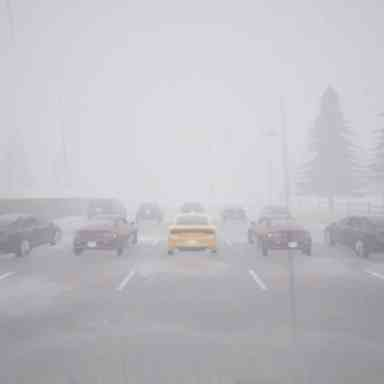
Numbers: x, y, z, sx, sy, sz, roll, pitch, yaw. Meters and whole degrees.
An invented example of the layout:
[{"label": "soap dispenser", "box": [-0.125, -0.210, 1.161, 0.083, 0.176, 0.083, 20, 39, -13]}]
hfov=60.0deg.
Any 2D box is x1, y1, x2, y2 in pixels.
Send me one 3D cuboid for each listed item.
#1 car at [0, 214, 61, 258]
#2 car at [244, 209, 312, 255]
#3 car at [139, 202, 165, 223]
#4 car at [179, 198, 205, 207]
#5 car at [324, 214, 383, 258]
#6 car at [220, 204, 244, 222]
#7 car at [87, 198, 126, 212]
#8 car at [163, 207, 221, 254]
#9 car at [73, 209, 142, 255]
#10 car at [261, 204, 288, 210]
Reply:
[{"label": "car", "box": [-6.976, 1.653, 13.497, 1.837, 1.490, 4.892, 0, 0, 0]}, {"label": "car", "box": [3.528, 1.676, 13.881, 1.812, 1.442, 4.674, 0, 0, 1]}, {"label": "car", "box": [-3.465, 1.657, 28.416, 2.097, 1.767, 4.553, 0, -1, 0]}, {"label": "car", "box": [0.036, 1.658, 28.414, 2.097, 1.767, 4.553, 0, -1, 0]}, {"label": "car", "box": [7.023, 1.654, 13.488, 1.837, 1.490, 4.892, 0, 0, 0]}, {"label": "car", "box": [3.542, 1.793, 29.241, 1.882, 1.535, 5.008, 0, 0, 0]}, {"label": "car", "box": [-6.974, 1.522, 27.559, 2.150, 2.045, 5.566, 0, 0, 0]}, {"label": "car", "box": [0.030, 1.632, 14.229, 1.882, 1.535, 5.008, 0, 0, 0]}, {"label": "car", "box": [-3.471, 1.676, 13.894, 1.812, 1.442, 4.674, 0, 0, 1]}, {"label": "car", "box": [7.035, 1.815, 28.484, 1.837, 1.490, 4.892, 0, 0, 0]}]
